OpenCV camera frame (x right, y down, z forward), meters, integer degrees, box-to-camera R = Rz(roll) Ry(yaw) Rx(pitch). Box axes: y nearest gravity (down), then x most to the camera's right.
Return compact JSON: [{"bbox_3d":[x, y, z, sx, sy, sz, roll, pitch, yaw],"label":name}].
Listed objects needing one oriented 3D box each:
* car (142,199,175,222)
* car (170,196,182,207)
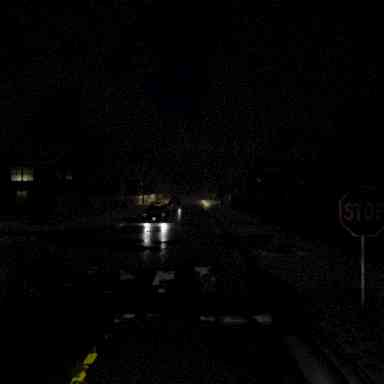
[{"bbox_3d":[-2.707,1.528,26.417,2.033,1.411,5.357,0,0,0],"label":"car"},{"bbox_3d":[-2.662,1.393,51.275,1.837,1.490,4.892,0,0,0],"label":"car"}]
